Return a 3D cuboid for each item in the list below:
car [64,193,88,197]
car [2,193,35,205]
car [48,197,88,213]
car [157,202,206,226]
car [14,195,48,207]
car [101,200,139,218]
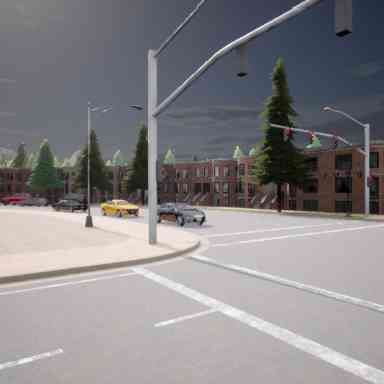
[{"bbox_3d":[-18.865,1.220,52.901,5.566,2.045,2.150,0,0,23],"label":"car"},{"bbox_3d":[-28.982,1.221,55.956,5.566,2.045,2.150,0,0,10],"label":"car"},{"bbox_3d":[-13.914,1.601,37.954,4.718,1.301,1.895,0,0,37],"label":"car"},{"bbox_3d":[-0.991,1.492,23.328,2.128,1.511,4.902,0,0,-36],"label":"car"},{"bbox_3d":[-24.121,1.547,51.169,5.357,1.411,2.033,0,0,17],"label":"car"},{"bbox_3d":[-6.743,1.478,30.891,1.882,1.535,5.008,0,0,-40],"label":"car"}]
